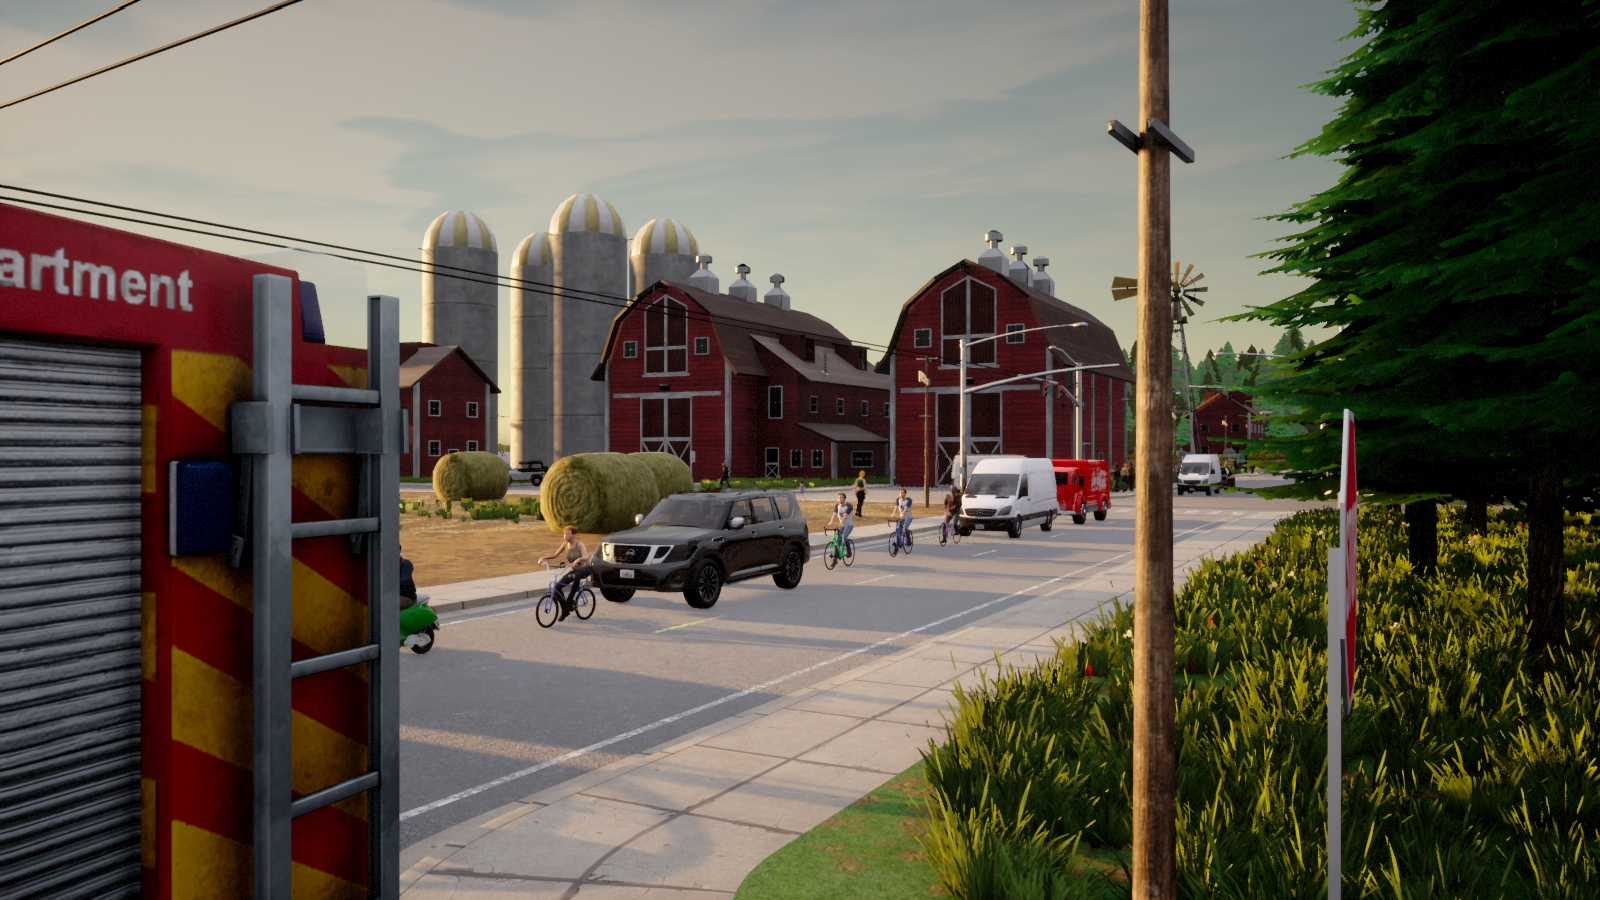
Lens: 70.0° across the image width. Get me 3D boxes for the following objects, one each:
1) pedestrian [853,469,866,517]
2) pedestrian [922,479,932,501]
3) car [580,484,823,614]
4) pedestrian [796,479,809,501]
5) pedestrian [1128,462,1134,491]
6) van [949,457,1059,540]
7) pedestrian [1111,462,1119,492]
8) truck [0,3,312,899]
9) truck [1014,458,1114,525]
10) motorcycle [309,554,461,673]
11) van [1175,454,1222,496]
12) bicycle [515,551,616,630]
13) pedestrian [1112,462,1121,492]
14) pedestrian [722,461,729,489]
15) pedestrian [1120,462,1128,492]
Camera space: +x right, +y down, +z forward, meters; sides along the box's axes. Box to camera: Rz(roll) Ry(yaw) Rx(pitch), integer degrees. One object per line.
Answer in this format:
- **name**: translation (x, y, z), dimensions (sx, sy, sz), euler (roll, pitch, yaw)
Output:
- **pedestrian**: translation (2.317, 1.679, 44.590), dimensions (0.375, 1.860, 0.375), euler (0, 0, 33)
- **pedestrian**: translation (6.450, 2.051, 58.114), dimensions (0.500, 1.100, 0.500), euler (0, 0, 2)
- **car**: translation (-1.724, 1.779, 22.454), dimensions (2.150, 2.045, 5.566), euler (0, 0, 27)
- **pedestrian**: translation (0.145, 2.052, 58.743), dimensions (0.500, 1.100, 0.500), euler (0, 0, 32)
- **pedestrian**: translation (21.447, 1.694, 73.995), dimensions (0.375, 1.860, 0.375), euler (0, 0, 22)
- **van**: translation (7.076, 1.534, 38.964), dimensions (1.988, 2.561, 5.915), euler (0, 0, 28)
- **pedestrian**: translation (19.590, 1.695, 71.027), dimensions (0.375, 1.860, 0.375), euler (0, 0, 40)
- **truck**: translation (-6.018, 0.867, 3.739), dimensions (8.468, 3.827, 2.891), euler (0, 0, 20)
- **truck**: translation (10.573, 1.568, 45.387), dimensions (2.627, 2.467, 5.204), euler (0, 0, 28)
- **motorcycle**: translation (-5.536, 2.142, 15.339), dimensions (0.856, 1.316, 1.805), euler (0, 0, 28)
- **van**: translation (25.696, 1.534, 73.536), dimensions (1.988, 2.561, 5.915), euler (0, 0, 28)
- **bicycle**: translation (-3.798, 2.256, 18.609), dimensions (0.859, 1.080, 1.487), euler (0, 0, 28)
- **pedestrian**: translation (19.951, 1.695, 72.064), dimensions (0.375, 1.860, 0.375), euler (0, 0, -16)
- **pedestrian**: translation (-4.998, 1.669, 76.727), dimensions (0.375, 1.860, 0.375), euler (0, 0, 31)
- **pedestrian**: translation (20.306, 1.696, 71.575), dimensions (0.375, 1.860, 0.375), euler (0, 0, -39)
